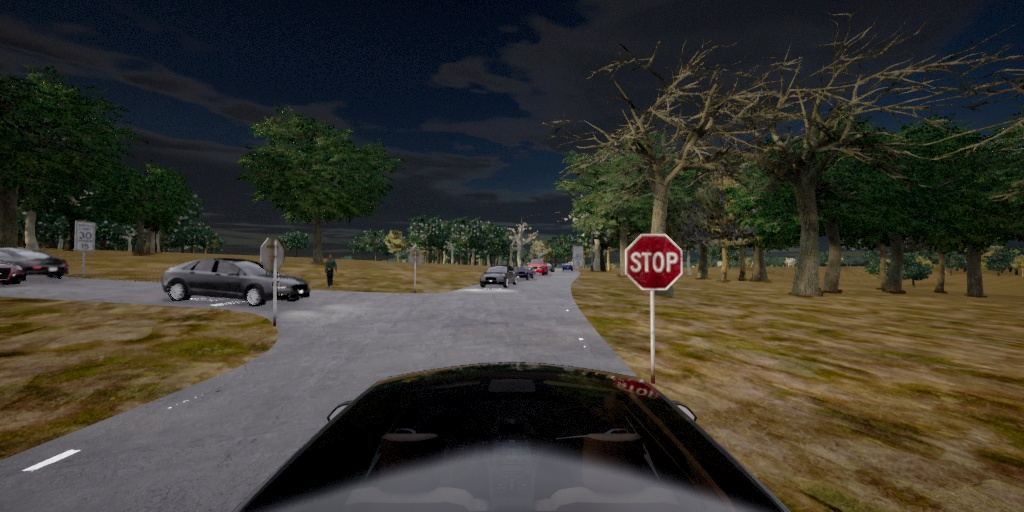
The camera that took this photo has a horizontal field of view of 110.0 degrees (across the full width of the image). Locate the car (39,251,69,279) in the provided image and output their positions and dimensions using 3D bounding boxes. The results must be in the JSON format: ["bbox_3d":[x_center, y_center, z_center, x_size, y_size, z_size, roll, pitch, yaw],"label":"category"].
[{"bbox_3d":[-23.690,0.342,16.852,4.674,1.442,1.812,3,-1,3],"label":"car"}]

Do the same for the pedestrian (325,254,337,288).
[{"bbox_3d":[-9.810,0.788,19.359,0.375,1.860,0.375,0,-4,3],"label":"pedestrian"}]

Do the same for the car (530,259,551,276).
[{"bbox_3d":[3.283,1.417,45.453,2.150,2.045,5.566,0,-1,12],"label":"car"}]

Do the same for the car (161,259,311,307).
[{"bbox_3d":[-9.700,0.879,12.748,4.892,1.490,1.837,3,-2,7],"label":"car"}]

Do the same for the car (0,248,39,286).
[{"bbox_3d":[-21.339,0.422,13.552,4.181,1.385,1.994,2,-1,3],"label":"car"}]

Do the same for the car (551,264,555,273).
[{"bbox_3d":[5.731,1.916,57.612,1.812,1.442,4.674,0,-1,11],"label":"car"}]

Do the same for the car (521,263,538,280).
[{"bbox_3d":[1.025,1.647,35.211,1.895,1.301,4.718,0,-1,13],"label":"car"}]

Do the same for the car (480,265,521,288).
[{"bbox_3d":[-0.879,1.419,25.867,1.837,1.490,4.892,0,-1,12],"label":"car"}]
